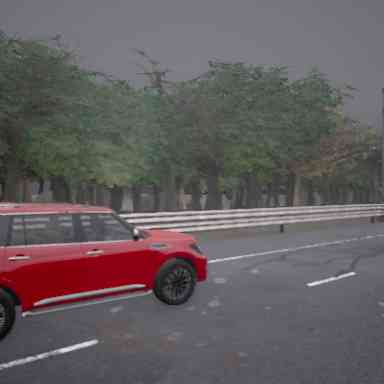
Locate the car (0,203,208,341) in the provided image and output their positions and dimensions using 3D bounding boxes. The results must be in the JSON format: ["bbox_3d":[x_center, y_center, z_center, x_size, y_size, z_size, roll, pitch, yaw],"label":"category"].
[{"bbox_3d":[-2.319,1.225,6.399,5.566,2.045,2.150,0,0,-35],"label":"car"}]
